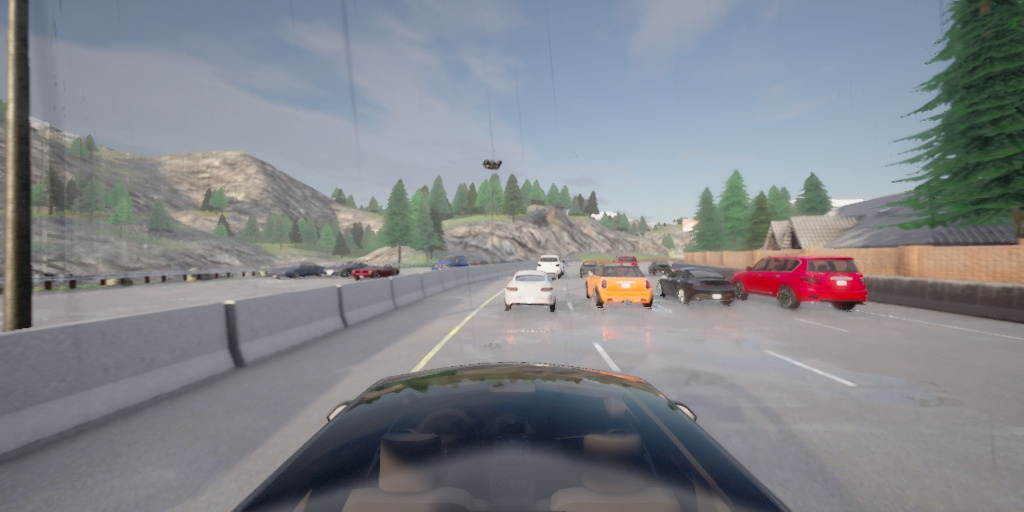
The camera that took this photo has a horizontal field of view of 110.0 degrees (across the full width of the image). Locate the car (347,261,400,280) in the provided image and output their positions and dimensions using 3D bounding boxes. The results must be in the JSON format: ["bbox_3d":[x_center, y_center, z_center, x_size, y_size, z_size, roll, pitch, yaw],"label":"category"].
[{"bbox_3d":[-11.432,1.310,30.285,1.895,1.301,4.718,0,0,10],"label":"car"}]

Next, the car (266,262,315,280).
[{"bbox_3d":[-18.391,1.237,31.135,2.033,1.411,5.357,0,0,10],"label":"car"}]

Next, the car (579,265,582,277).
[{"bbox_3d":[7.678,1.250,35.304,2.128,1.511,4.902,0,0,13],"label":"car"}]

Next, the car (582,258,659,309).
[{"bbox_3d":[4.395,1.109,15.330,2.097,1.767,4.553,0,0,5],"label":"car"}]

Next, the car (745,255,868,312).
[{"bbox_3d":[11.319,0.998,14.701,2.150,2.045,5.566,0,0,5],"label":"car"}]

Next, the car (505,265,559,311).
[{"bbox_3d":[0.777,1.273,14.329,1.812,1.442,4.674,0,0,5],"label":"car"}]

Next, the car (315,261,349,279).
[{"bbox_3d":[-14.636,1.191,32.015,2.128,1.511,4.902,0,0,11],"label":"car"}]

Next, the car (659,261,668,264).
[{"bbox_3d":[15.451,1.284,37.584,1.837,1.490,4.892,0,0,15],"label":"car"}]

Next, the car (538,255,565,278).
[{"bbox_3d":[3.734,0.970,33.823,2.150,2.045,5.566,0,0,12],"label":"car"}]

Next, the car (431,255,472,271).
[{"bbox_3d":[-6.393,0.940,37.502,2.150,2.045,5.566,0,0,13],"label":"car"}]

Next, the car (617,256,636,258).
[{"bbox_3d":[11.409,0.990,35.983,2.150,2.045,5.566,0,0,14],"label":"car"}]

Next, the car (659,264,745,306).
[{"bbox_3d":[7.952,1.271,15.912,1.837,1.490,4.892,0,0,6],"label":"car"}]
